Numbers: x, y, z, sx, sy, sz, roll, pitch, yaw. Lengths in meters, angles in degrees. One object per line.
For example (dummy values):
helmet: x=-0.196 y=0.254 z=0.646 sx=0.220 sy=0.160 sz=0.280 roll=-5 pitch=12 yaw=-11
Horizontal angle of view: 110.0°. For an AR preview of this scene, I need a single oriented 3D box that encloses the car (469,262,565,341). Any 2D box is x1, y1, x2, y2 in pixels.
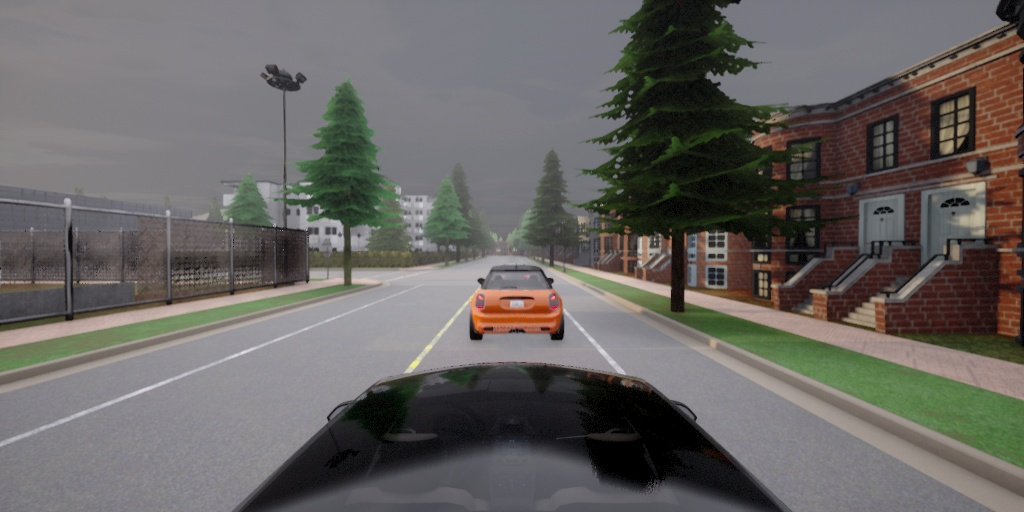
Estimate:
car: x=0.102 y=1.002 z=9.701 sx=2.097 sy=1.767 sz=4.553 roll=0 pitch=1 yaw=0
